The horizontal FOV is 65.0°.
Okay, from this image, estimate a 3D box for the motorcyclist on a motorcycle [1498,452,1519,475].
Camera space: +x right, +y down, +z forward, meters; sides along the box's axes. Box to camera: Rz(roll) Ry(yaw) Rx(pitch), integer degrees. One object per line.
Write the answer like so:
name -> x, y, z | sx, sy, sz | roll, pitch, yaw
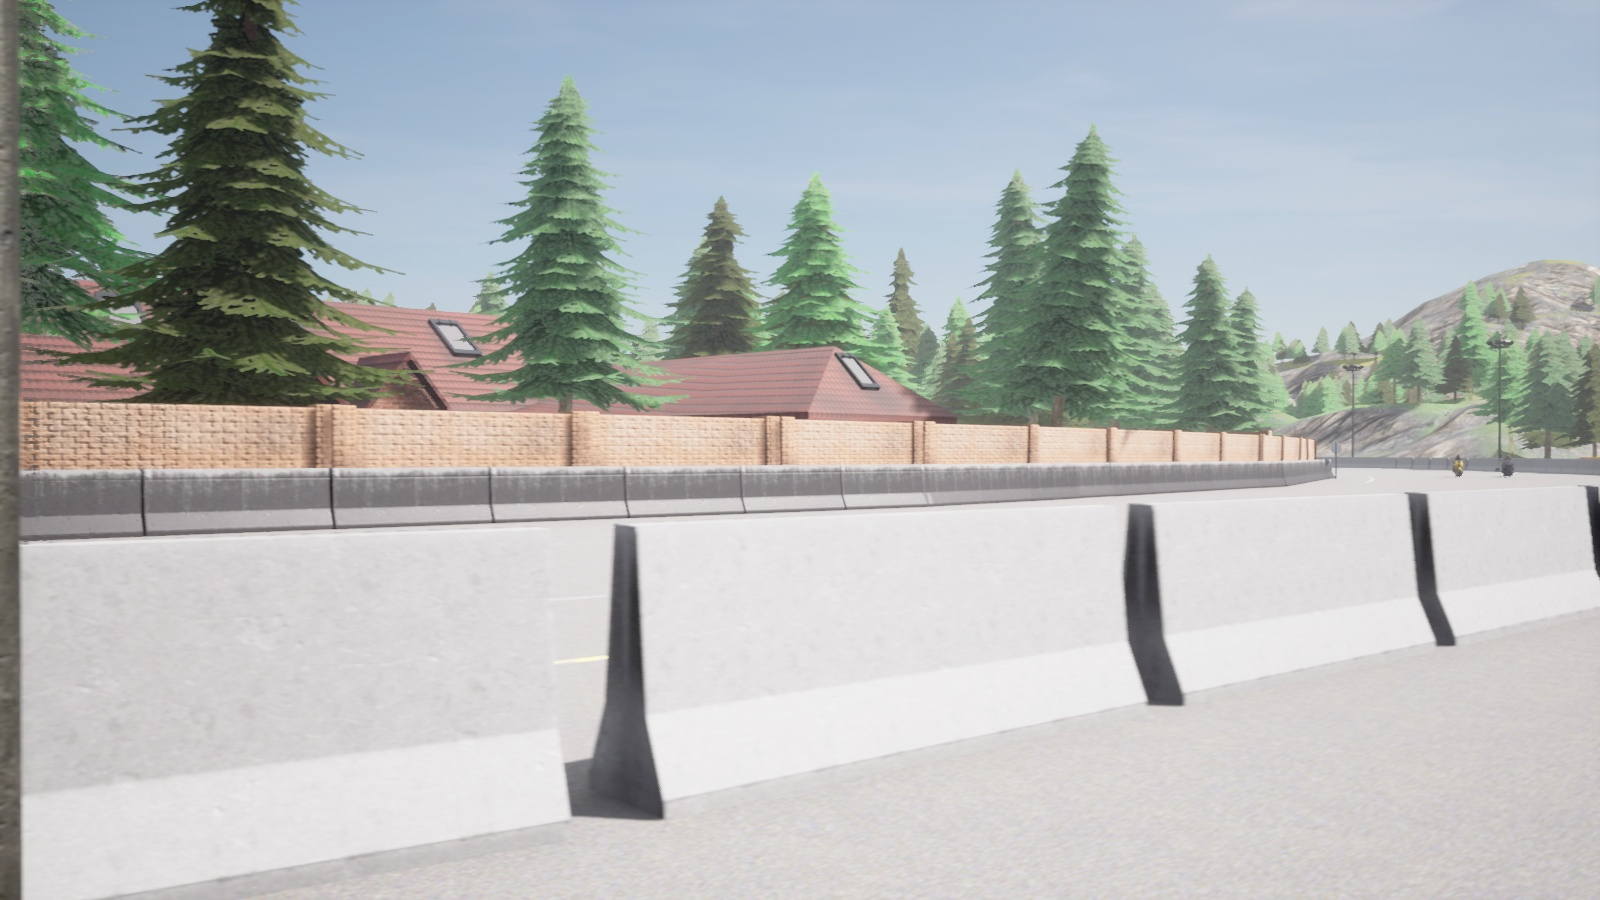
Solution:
motorcyclist on a motorcycle -> 47.251, 0.897, 83.778 | 0.866, 1.530, 2.191 | -1, 0, 19
